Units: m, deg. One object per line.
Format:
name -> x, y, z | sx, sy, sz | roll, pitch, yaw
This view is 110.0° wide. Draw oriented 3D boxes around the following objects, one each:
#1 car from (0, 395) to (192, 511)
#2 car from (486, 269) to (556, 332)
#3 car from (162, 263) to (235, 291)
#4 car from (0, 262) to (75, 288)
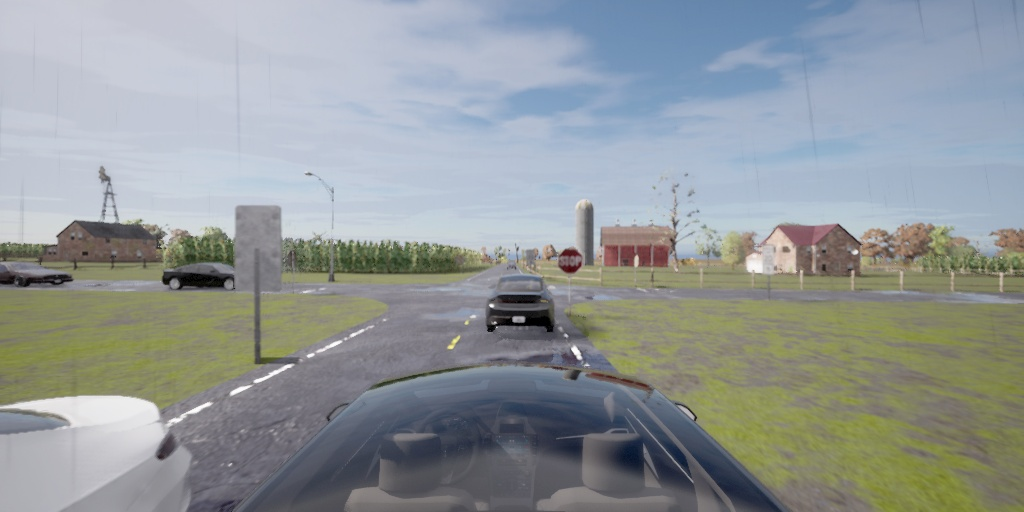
car -> -2.813, 1.264, 0.234 | 1.812, 1.442, 4.674 | 0, 0, 0
car -> 0.316, 1.330, 11.205 | 1.837, 1.490, 4.892 | 0, -1, 3
car -> -17.477, 1.167, 21.042 | 5.008, 1.535, 1.882 | 1, 0, 0
car -> -29.251, 1.061, 20.996 | 5.357, 1.411, 2.033 | 1, 0, 0
